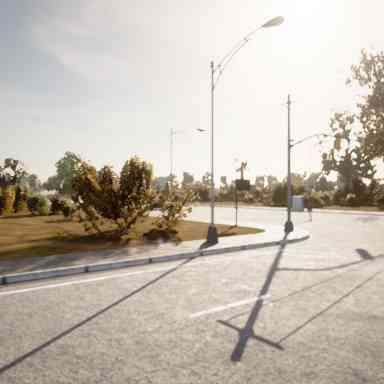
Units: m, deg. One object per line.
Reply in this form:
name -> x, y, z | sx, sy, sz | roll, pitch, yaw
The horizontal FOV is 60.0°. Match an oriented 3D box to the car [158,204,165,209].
car -> -3.735, 1.522, 41.948 | 2.033, 1.411, 5.357 | 0, 0, -39
